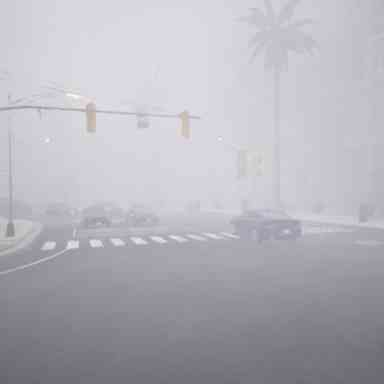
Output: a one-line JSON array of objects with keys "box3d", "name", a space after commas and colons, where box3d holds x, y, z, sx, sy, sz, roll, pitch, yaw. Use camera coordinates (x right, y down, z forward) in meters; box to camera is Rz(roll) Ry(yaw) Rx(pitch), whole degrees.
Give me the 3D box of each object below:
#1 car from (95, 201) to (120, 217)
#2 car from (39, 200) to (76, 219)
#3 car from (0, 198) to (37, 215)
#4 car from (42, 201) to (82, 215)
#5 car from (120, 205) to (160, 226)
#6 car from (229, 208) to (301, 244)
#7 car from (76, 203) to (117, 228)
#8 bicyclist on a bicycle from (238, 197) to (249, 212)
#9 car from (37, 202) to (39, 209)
[{"box3d": [-8.412, 1.643, 33.290, 2.097, 1.767, 4.553, 0, 0, -39], "name": "car"}, {"box3d": [-13.124, 1.839, 33.514, 4.902, 1.511, 2.128, -1, 0, 45], "name": "car"}, {"box3d": [-21.763, 1.706, 39.801, 5.566, 2.045, 2.150, -1, 0, 25], "name": "car"}, {"box3d": [-15.737, 1.894, 40.257, 5.008, 1.535, 1.882, -1, 0, 33], "name": "car"}, {"box3d": [-3.943, 1.721, 25.603, 1.812, 1.442, 4.674, -1, 0, -23], "name": "car"}, {"box3d": [3.395, 1.535, 16.370, 1.882, 1.535, 5.008, 0, 0, -13], "name": "car"}, {"box3d": [-7.303, 1.779, 24.969, 2.033, 1.411, 5.357, -1, 0, -22], "name": "car"}, {"box3d": [6.008, 1.452, 38.517, 1.656, 1.620, 0.582, -1, 0, -32], "name": "bicyclist on a bicycle"}, {"box3d": [-22.868, 2.056, 51.559, 4.902, 1.511, 2.128, -1, 0, 17], "name": "car"}]
